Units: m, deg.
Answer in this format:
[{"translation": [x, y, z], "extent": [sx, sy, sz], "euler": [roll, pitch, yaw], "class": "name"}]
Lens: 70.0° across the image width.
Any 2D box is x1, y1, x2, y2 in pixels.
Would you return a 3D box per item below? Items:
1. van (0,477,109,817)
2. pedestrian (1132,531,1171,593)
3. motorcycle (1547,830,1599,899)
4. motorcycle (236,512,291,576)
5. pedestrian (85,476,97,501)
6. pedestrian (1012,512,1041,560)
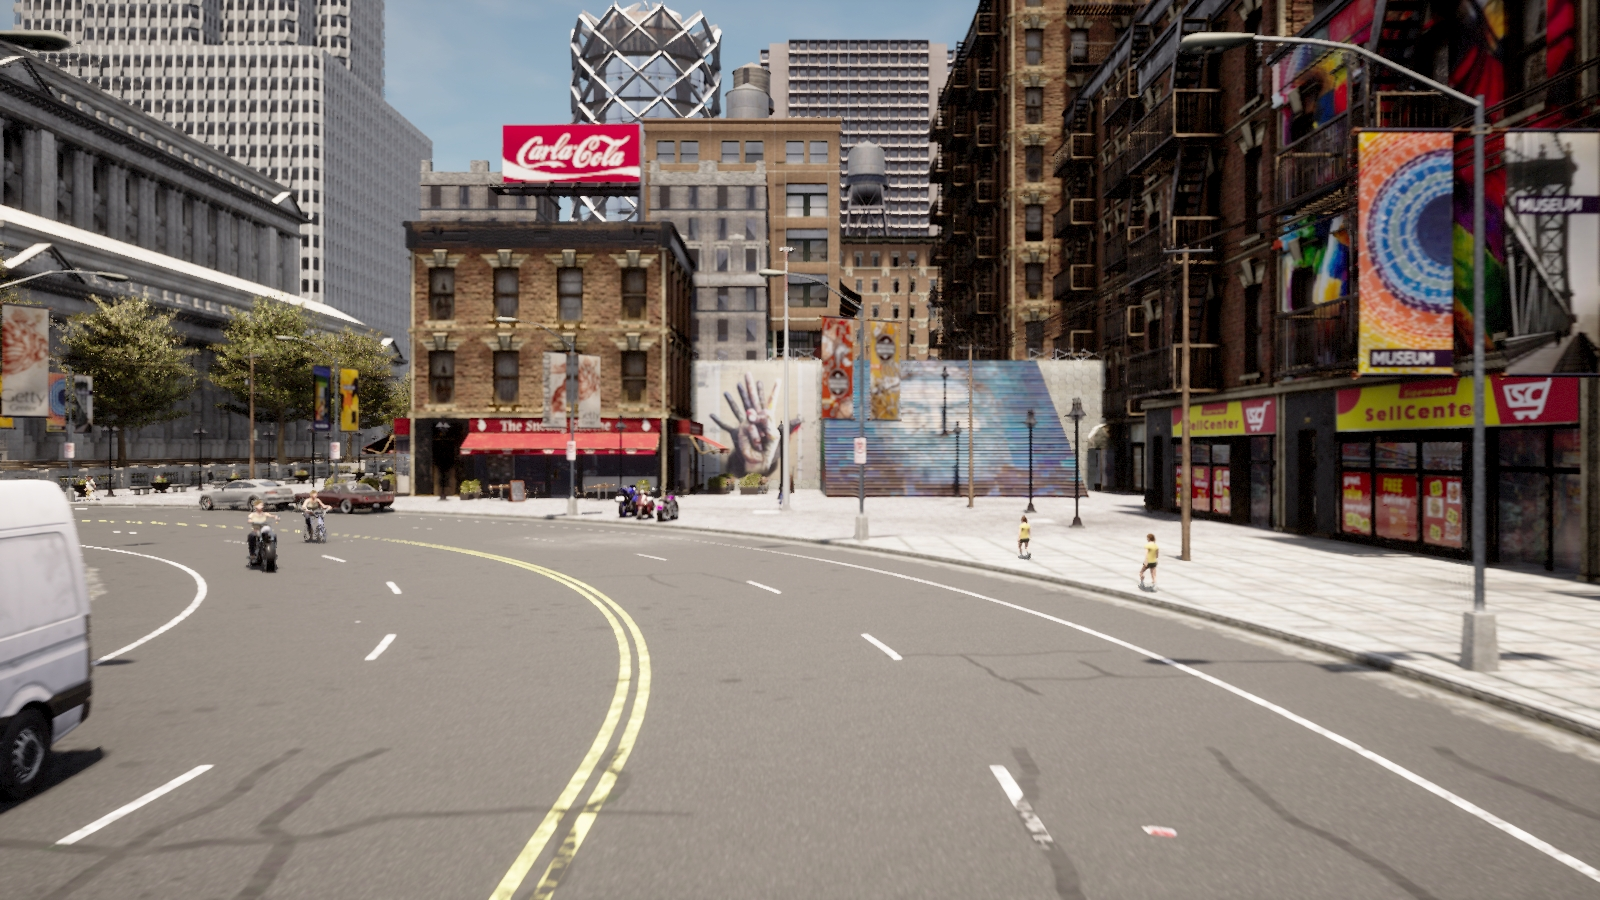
[{"translation": [-6.972, 1.534, 7.358], "extent": [1.988, 2.561, 5.915], "euler": [-1, 0, -6], "class": "van"}, {"translation": [6.554, 2.076, 21.300], "extent": [0.500, 1.100, 0.500], "euler": [0, 0, -19], "class": "pedestrian"}, {"translation": [3.501, 2.182, 3.798], "extent": [0.856, 1.236, 1.805], "euler": [0, 0, 0], "class": "motorcycle"}, {"translation": [-12.538, 2.170, 26.668], "extent": [0.764, 1.277, 2.356], "euler": [-1, 1, -35], "class": "motorcycle"}, {"translation": [-36.666, 1.976, 59.067], "extent": [0.375, 1.300, 0.375], "euler": [0, 0, 3], "class": "pedestrian"}, {"translation": [5.477, 2.076, 27.666], "extent": [0.500, 1.100, 0.500], "euler": [0, 0, -21], "class": "pedestrian"}]
